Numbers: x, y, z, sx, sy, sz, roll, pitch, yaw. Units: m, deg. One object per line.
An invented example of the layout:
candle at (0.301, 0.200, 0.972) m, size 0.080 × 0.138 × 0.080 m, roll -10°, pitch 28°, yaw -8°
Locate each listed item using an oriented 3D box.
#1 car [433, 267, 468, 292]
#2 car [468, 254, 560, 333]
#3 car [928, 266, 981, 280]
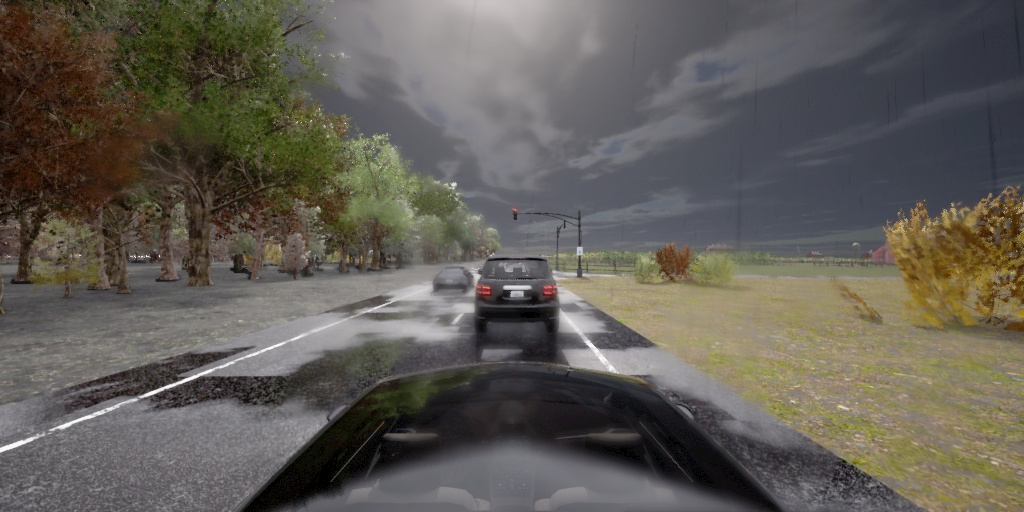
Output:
car at (-3.362, 1.318, 21.271) m, size 1.994 × 1.385 × 4.181 m, roll 0°, pitch 0°, yaw 0°
car at (0.119, 0.974, 10.945) m, size 2.150 × 2.045 × 5.566 m, roll 0°, pitch 0°, yaw 0°
car at (48.590, 1.783, 39.226) m, size 4.892 × 1.490 × 1.837 m, roll 1°, pitch -1°, yaw 0°
